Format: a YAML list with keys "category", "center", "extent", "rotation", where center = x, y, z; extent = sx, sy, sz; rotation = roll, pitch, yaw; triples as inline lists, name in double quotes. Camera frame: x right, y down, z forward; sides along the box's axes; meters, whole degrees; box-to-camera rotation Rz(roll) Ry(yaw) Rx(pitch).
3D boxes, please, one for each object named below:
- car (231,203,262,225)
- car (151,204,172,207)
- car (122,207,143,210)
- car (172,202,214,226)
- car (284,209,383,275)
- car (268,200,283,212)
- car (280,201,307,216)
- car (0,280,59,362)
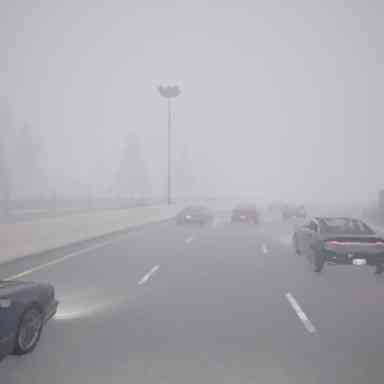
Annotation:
- category: "car"
  center: [4.271, 1.591, 25.636]
  extent: [1.882, 1.535, 5.008]
  rotation: [0, 0, 16]
- category: "car"
  center: [-3.812, 1.662, 43.915]
  extent: [2.128, 1.511, 4.902]
  rotation: [0, 0, 26]
- category: "car"
  center: [-7.570, 1.669, 44.099]
  extent: [1.837, 1.490, 4.892]
  rotation: [0, 0, 25]
- category: "car"
  center: [0.289, 1.664, 24.464]
  extent: [1.994, 1.385, 4.181]
  rotation: [0, 0, 15]
- category: "car"
  center: [4.531, 1.545, 10.762]
  extent: [2.128, 1.511, 4.902]
  rotation: [0, 0, 8]
- category: "car"
  center: [10.726, 1.716, 41.326]
  extent: [1.812, 1.442, 4.674]
  rotation: [0, 0, 27]
- category: "car"
  center: [9.136, 1.739, 29.292]
  extent: [1.895, 1.301, 4.718]
  rotation: [0, 0, 20]
- category: "car"
  center: [-3.236, 1.554, 3.067]
  extent: [2.033, 1.411, 5.357]
  rotation: [0, 0, 3]
